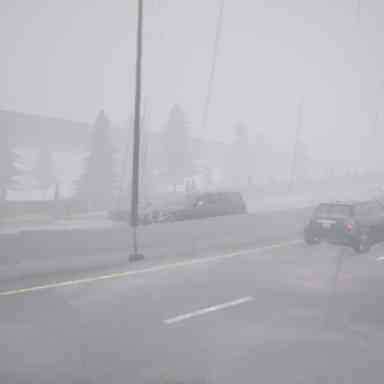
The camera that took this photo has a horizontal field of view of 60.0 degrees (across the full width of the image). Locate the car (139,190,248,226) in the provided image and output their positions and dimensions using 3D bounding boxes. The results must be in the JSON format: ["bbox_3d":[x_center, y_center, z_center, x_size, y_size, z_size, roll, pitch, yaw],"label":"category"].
[{"bbox_3d":[0.441,1.006,17.204,5.566,2.045,2.150,-3,2,-35],"label":"car"}]

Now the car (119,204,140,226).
[{"bbox_3d":[-1.485,1.256,20.128,5.008,1.535,1.882,-3,2,-35],"label":"car"}]

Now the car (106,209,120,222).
[{"bbox_3d":[-3.438,1.376,23.035,4.718,1.301,1.895,-3,2,-35],"label":"car"}]

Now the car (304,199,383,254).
[{"bbox_3d":[6.294,1.041,12.538,4.553,1.767,2.097,-3,2,-35],"label":"car"}]
